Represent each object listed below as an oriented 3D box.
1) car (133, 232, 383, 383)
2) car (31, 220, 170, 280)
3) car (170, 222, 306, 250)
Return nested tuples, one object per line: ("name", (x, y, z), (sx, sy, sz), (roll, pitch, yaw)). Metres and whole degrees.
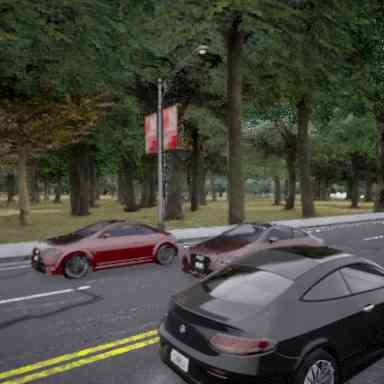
("car", (1.746, 1.504, 4.683), (4.674, 1.442, 1.812), (0, 0, -35))
("car", (-2.464, 1.544, 9.911), (4.181, 1.385, 1.994), (0, 0, -36))
("car", (1.794, 1.529, 8.956), (4.181, 1.385, 1.994), (0, 0, -35))
